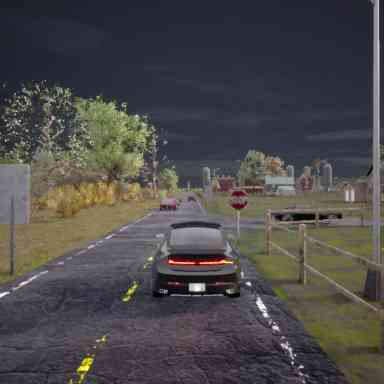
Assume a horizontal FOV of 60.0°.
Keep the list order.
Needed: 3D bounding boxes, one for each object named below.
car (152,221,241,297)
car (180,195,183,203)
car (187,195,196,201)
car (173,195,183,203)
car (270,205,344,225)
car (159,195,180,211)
[{"bbox_3d":[0.091,1.504,8.533,1.837,1.490,4.892,0,0,0],"label":"car"},{"bbox_3d":[-2.877,1.450,53.441,2.128,1.511,4.902,0,0,0],"label":"car"},{"bbox_3d":[-0.070,1.404,78.528,1.837,1.490,4.892,0,0,0],"label":"car"},{"bbox_3d":[-2.823,1.433,68.152,1.837,1.490,4.892,0,0,0],"label":"car"},{"bbox_3d":[7.944,1.544,23.167,4.718,1.301,1.895,0,0,6],"label":"car"},{"bbox_3d":[-2.884,1.456,40.820,1.882,1.535,5.008,0,0,0],"label":"car"}]
